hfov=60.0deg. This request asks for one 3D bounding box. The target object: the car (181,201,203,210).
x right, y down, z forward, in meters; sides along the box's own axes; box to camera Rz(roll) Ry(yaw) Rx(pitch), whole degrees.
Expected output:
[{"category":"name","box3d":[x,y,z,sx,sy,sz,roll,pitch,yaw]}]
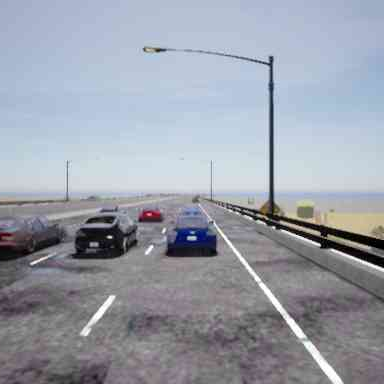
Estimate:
[{"category":"car","box3d":[-0.003,1.813,28.982,2.033,1.411,5.357,0,0,0]}]

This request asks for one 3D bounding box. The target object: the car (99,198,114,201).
[{"category":"car","box3d":[-17.510,2.185,70.966,2.033,1.411,5.357,0,-1,0]}]

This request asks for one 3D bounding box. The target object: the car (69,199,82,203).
[{"category":"car","box3d":[-24.510,2.185,70.966,2.033,1.411,5.357,0,-1,0]}]

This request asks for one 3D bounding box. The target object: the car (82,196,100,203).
[{"category":"car","box3d":[-21.010,1.870,70.939,2.150,2.045,5.566,0,-1,0]}]

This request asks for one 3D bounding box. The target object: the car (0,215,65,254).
[{"category":"car","box3d":[-7.001,1.676,13.981,2.033,1.411,5.357,0,0,0]}]

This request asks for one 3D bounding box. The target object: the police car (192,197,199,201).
[{"category":"police car","box3d":[1.037,2.287,94.493,1.930,1.638,5.238,0,-1,0]}]

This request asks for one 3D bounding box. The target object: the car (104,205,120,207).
[{"category":"car","box3d":[-6.998,1.833,29.308,1.994,1.385,4.181,0,0,0]}]

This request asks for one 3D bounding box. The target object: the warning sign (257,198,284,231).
[{"category":"warning sign","box3d":[4.552,1.293,19.383,1.300,1.860,1.060,0,0,0]}]

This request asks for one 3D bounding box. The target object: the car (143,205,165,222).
[{"category":"car","box3d":[-3.502,1.833,29.284,1.994,1.385,4.181,0,0,0]}]

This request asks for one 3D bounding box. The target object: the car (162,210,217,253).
[{"category":"car","box3d":[0.002,1.696,14.292,1.994,1.385,4.181,0,0,0]}]

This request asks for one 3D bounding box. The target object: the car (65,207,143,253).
[{"category":"car","box3d":[-3.498,1.639,14.298,1.837,1.490,4.892,0,0,0]}]
